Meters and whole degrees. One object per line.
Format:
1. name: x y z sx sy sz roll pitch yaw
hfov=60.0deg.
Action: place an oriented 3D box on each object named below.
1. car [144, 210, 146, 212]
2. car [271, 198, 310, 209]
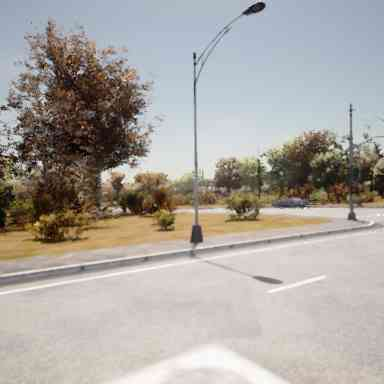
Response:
1. car: -6.902 2.745 56.298 1.895 1.301 4.718 -1 -2 -32
2. car: 13.054 1.473 44.320 2.033 1.411 5.357 -1 -2 -32
